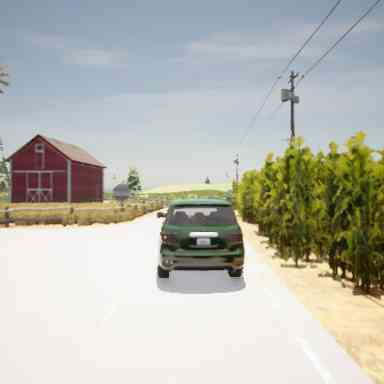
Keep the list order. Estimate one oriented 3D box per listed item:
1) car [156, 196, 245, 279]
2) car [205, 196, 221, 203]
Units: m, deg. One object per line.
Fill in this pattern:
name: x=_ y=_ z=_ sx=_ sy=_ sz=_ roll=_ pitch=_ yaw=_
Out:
car: x=0.087 y=1.212 z=10.178 sx=2.150 sy=2.045 sz=5.566 roll=0 pitch=0 yaw=-4
car: x=4.343 y=1.494 z=69.783 sx=1.994 sy=1.385 sz=4.181 roll=0 pitch=0 yaw=-19
